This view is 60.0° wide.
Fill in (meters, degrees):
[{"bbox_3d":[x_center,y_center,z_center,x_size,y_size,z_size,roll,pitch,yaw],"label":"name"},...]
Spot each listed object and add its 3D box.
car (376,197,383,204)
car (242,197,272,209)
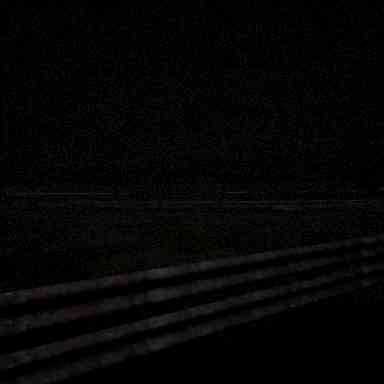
[{"bbox_3d":[24.984,1.140,40.347,4.674,1.442,1.812,-2,2,16],"label":"car"},{"bbox_3d":[9.242,1.449,44.927,4.892,1.490,1.837,-1,2,16],"label":"car"}]
